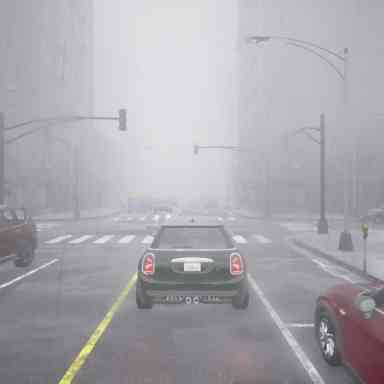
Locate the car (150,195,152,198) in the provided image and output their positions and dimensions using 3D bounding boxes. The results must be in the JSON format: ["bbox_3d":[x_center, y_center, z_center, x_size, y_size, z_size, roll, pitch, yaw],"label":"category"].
[{"bbox_3d":[-5.828,1.310,41.142,2.192,1.841,5.009,0,0,0],"label":"car"}]

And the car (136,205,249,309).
[{"bbox_3d":[0.015,1.352,8.020,2.097,1.767,4.553,0,0,0],"label":"car"}]

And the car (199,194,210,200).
[{"bbox_3d":[2.711,1.558,57.944,1.947,1.339,4.313,0,0,0],"label":"car"}]

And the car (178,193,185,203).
[{"bbox_3d":[-2.969,1.468,66.542,1.882,1.535,5.008,0,0,0],"label":"car"}]

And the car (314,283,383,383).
[{"bbox_3d":[2.669,1.440,3.094,1.967,1.590,4.097,0,0,0],"label":"car"}]

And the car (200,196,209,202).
[{"bbox_3d":[2.723,1.570,74.727,1.802,1.307,4.206,0,0,0],"label":"car"}]

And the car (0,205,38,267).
[{"bbox_3d":[-5.853,1.315,8.598,2.192,1.841,5.009,0,0,0],"label":"car"}]

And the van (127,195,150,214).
[{"bbox_3d":[-5.832,1.337,35.546,1.690,1.788,3.998,0,0,0],"label":"van"}]

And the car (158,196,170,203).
[{"bbox_3d":[-5.807,1.540,69.121,2.008,1.369,4.403,0,0,0],"label":"car"}]

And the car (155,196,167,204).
[{"bbox_3d":[-5.811,1.516,63.355,1.752,1.417,4.829,0,0,0],"label":"car"}]

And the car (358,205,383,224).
[{"bbox_3d":[14.394,1.516,23.707,4.674,1.442,1.812,0,0,1],"label":"car"}]

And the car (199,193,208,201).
[{"bbox_3d":[3.065,1.211,86.549,2.150,2.045,5.566,0,0,0],"label":"car"}]

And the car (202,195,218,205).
[{"bbox_3d":[2.702,1.520,46.925,1.752,1.417,4.829,0,0,0],"label":"car"}]

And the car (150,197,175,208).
[{"bbox_3d":[-3.098,1.544,35.856,2.033,1.411,5.357,0,0,-4],"label":"car"}]

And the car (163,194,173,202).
[{"bbox_3d":[-5.798,1.302,80.312,2.192,1.841,5.009,0,0,0],"label":"car"}]

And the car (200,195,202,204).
[{"bbox_3d":[2.707,1.544,52.349,2.008,1.369,4.403,0,0,0],"label":"car"}]

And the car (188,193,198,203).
[{"bbox_3d":[0.104,1.516,66.573,1.812,1.442,4.674,0,0,0],"label":"car"}]

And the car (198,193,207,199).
[{"bbox_3d":[2.715,1.306,63.538,2.192,1.841,5.009,0,0,0],"label":"car"}]

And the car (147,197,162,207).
[{"bbox_3d":[-5.820,1.538,52.334,1.887,1.381,4.507,0,0,0],"label":"car"}]

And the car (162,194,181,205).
[{"bbox_3d":[-3.060,1.471,49.962,1.882,1.535,5.008,0,0,0],"label":"car"}]

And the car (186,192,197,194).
[{"bbox_3d":[0.057,1.362,76.540,1.812,1.442,4.674,0,0,0],"label":"car"}]
